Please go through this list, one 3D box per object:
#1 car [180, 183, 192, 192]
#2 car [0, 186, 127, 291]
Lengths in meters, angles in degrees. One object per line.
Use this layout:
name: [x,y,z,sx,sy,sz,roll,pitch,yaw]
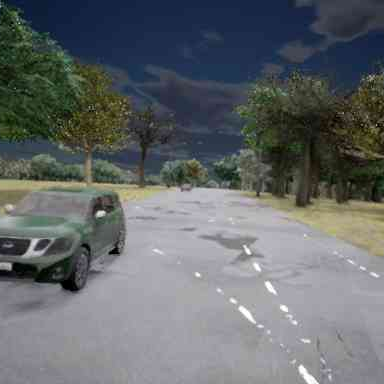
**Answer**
car: [-1.040,-0.749,59.659,1.837,1.490,4.892,3,2,2]
car: [-3.246,0.915,8.697,2.150,2.045,5.566,4,1,2]
